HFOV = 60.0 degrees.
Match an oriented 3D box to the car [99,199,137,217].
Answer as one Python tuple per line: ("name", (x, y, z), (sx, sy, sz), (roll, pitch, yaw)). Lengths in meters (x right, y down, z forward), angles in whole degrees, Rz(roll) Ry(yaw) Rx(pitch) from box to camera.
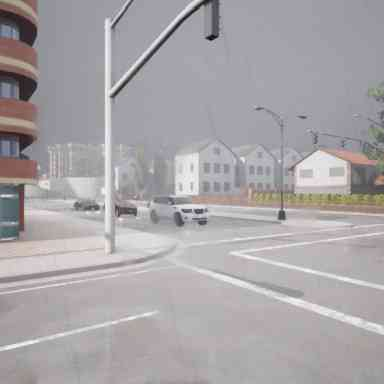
("car", (-6.959, 1.476, 32.054), (1.882, 1.535, 5.008), (0, 0, -34))

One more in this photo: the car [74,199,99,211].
("car", (-13.002, 1.547, 40.815), (2.033, 1.411, 5.357), (0, 0, -35))

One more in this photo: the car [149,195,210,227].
("car", (-1.053, 1.221, 23.514), (2.150, 2.045, 5.566), (0, 0, -35))
